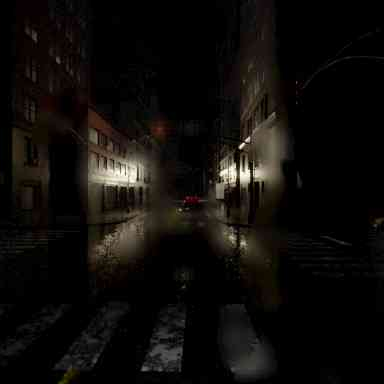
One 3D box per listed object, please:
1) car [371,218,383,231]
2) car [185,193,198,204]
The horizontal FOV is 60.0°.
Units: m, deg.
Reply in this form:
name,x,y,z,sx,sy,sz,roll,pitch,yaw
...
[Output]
name,x,y,z,sx,sy,sz,roll,pitch,yaw
car,12.380,1.514,18.047,4.829,1.417,1.752,0,0,0
car,-0.045,1.184,60.453,2.150,2.045,5.566,0,0,0
